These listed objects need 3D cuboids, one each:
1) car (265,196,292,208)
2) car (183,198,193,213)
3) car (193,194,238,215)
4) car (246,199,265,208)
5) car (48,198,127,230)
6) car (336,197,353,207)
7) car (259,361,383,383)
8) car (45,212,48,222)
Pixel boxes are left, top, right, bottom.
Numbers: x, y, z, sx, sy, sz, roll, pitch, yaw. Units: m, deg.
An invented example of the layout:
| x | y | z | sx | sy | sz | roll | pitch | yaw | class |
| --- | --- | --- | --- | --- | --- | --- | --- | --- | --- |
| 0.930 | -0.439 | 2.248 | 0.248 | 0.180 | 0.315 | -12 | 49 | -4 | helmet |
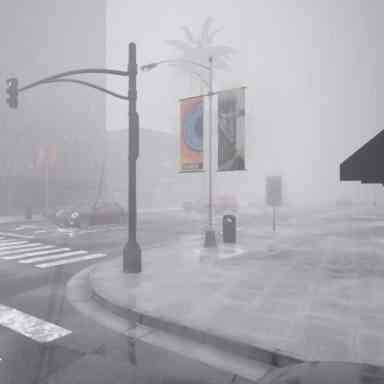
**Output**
| x | y | z | sx | sy | sz | roll | pitch | yaw | class |
| --- | --- | --- | --- | --- | --- | --- | --- | --- | --- |
| 13.014 | 1.441 | 48.897 | 2.097 | 1.767 | 4.553 | 0 | 0 | 36 | car |
| 1.246 | 1.271 | 37.998 | 2.150 | 2.045 | 5.566 | 0 | 0 | 36 | car |
| 2.820 | 1.270 | 34.590 | 2.150 | 2.045 | 5.566 | 0 | 0 | 35 | car |
| 9.982 | 1.685 | 50.248 | 1.895 | 1.301 | 4.718 | 0 | 0 | 36 | car |
| -6.435 | 1.371 | 21.482 | 2.097 | 1.767 | 4.553 | 0 | 0 | 35 | car |
| 24.754 | 1.621 | 54.046 | 2.128 | 1.511 | 4.902 | 0 | 0 | 35 | car |
| 2.166 | 1.551 | 1.301 | 4.403 | 1.369 | 2.008 | 0 | 0 | 36 | car |
| -8.333 | 1.368 | 24.434 | 2.097 | 1.767 | 4.553 | 0 | 0 | 35 | car |
